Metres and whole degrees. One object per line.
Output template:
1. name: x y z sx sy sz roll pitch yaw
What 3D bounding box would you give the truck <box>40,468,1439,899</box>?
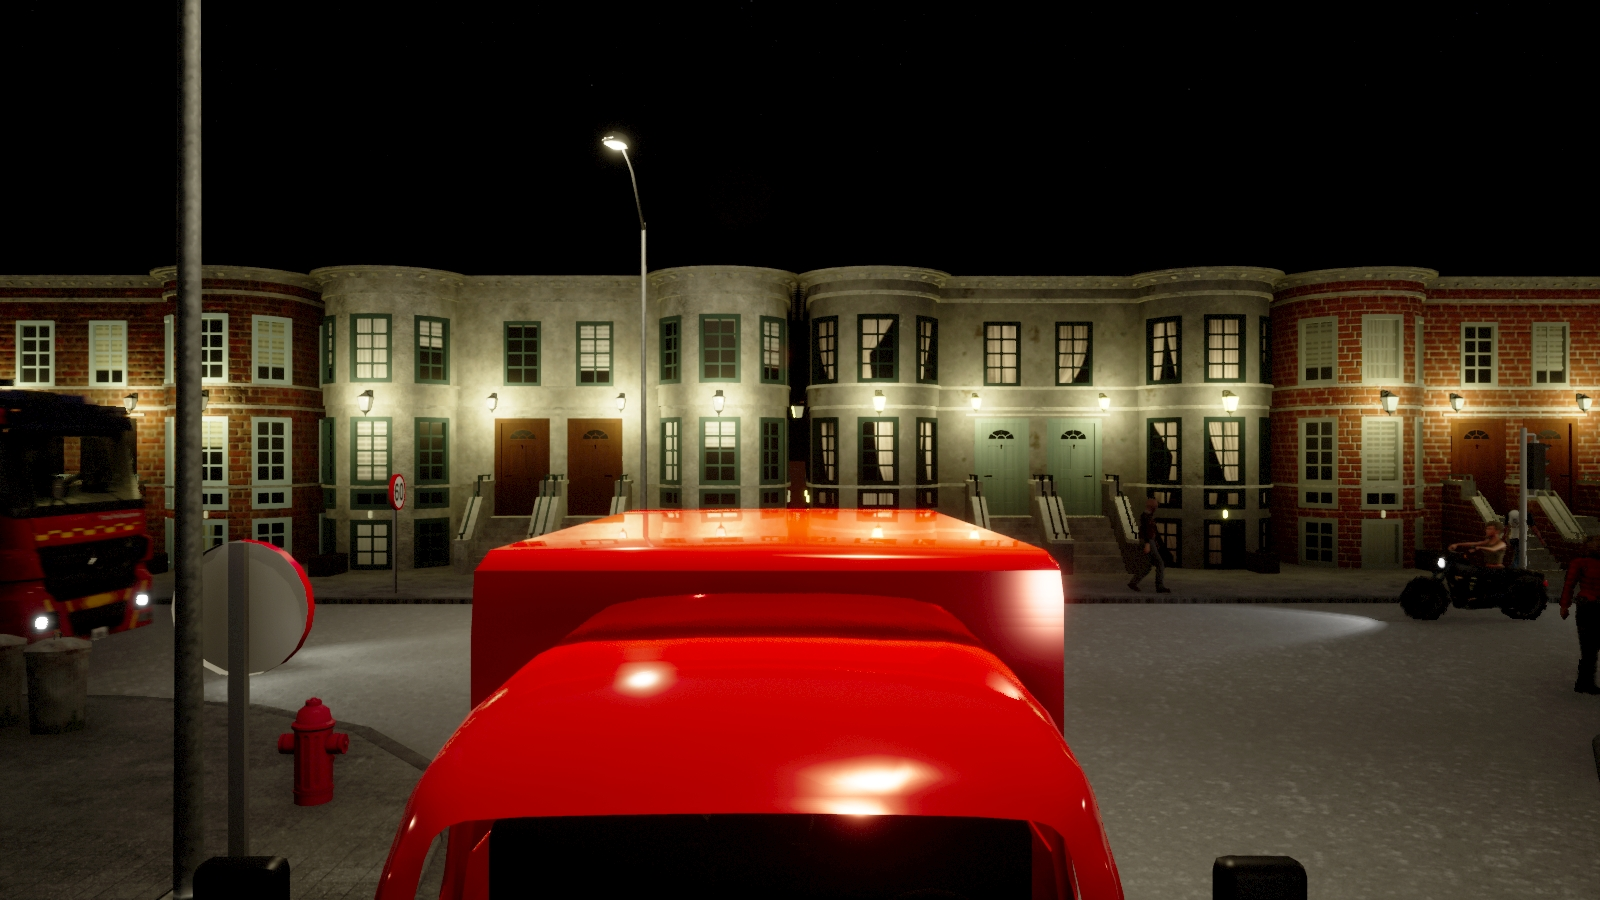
1. truck: -0.117 1.348 4.748 2.627 2.467 5.204 0 0 0

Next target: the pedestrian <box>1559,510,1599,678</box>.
1. pedestrian: 8.953 1.629 13.002 0.375 1.860 0.375 0 0 -1

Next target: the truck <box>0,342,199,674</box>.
1. truck: -12.684 0.670 14.602 8.468 3.827 2.891 0 0 0

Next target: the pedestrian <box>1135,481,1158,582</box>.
1. pedestrian: 6.492 1.525 21.423 0.375 1.860 0.375 0 0 12

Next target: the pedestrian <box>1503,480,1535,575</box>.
1. pedestrian: 14.222 1.524 22.600 0.375 1.860 0.375 0 0 -16
